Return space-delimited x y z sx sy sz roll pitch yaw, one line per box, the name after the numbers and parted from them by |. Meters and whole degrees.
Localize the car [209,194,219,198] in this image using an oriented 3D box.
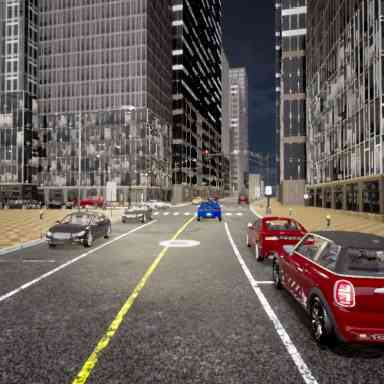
5.152 1.491 78.767 2.192 1.841 5.009 1 0 14 | car

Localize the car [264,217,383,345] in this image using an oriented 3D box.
2.814 1.441 6.327 1.967 1.590 4.097 1 0 2 | car

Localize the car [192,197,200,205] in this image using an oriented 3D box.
1.158 1.641 62.528 1.752 1.417 4.829 1 0 12 | car

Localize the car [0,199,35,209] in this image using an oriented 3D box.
-22.402 1.653 43.217 4.403 1.369 2.008 0 -1 13 | car

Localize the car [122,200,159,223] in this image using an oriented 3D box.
-4.130 1.574 25.665 2.008 1.369 4.403 1 0 5 | car

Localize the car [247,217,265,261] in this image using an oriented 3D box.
3.006 1.547 11.967 1.887 1.381 4.507 1 0 3 | car

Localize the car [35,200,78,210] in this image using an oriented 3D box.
-16.961 1.637 41.927 4.313 1.339 1.947 0 -1 13 | car

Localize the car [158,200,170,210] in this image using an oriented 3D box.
-5.310 1.700 43.990 4.718 1.301 1.895 -1 -1 30 | car

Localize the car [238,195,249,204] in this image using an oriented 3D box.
10.075 1.411 65.083 2.192 1.841 5.009 1 0 13 | car

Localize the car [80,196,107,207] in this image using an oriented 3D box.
-15.150 1.535 49.599 5.009 1.841 2.192 0 -1 13 | car

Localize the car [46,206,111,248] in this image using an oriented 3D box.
-4.881 1.561 14.875 2.008 1.369 4.403 1 0 3 | car

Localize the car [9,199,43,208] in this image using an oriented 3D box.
-26.037 1.833 52.177 4.403 1.369 2.008 0 -1 13 | car

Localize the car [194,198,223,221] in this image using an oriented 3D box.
1.478 1.494 27.135 1.882 1.535 5.008 0 0 5 | car
